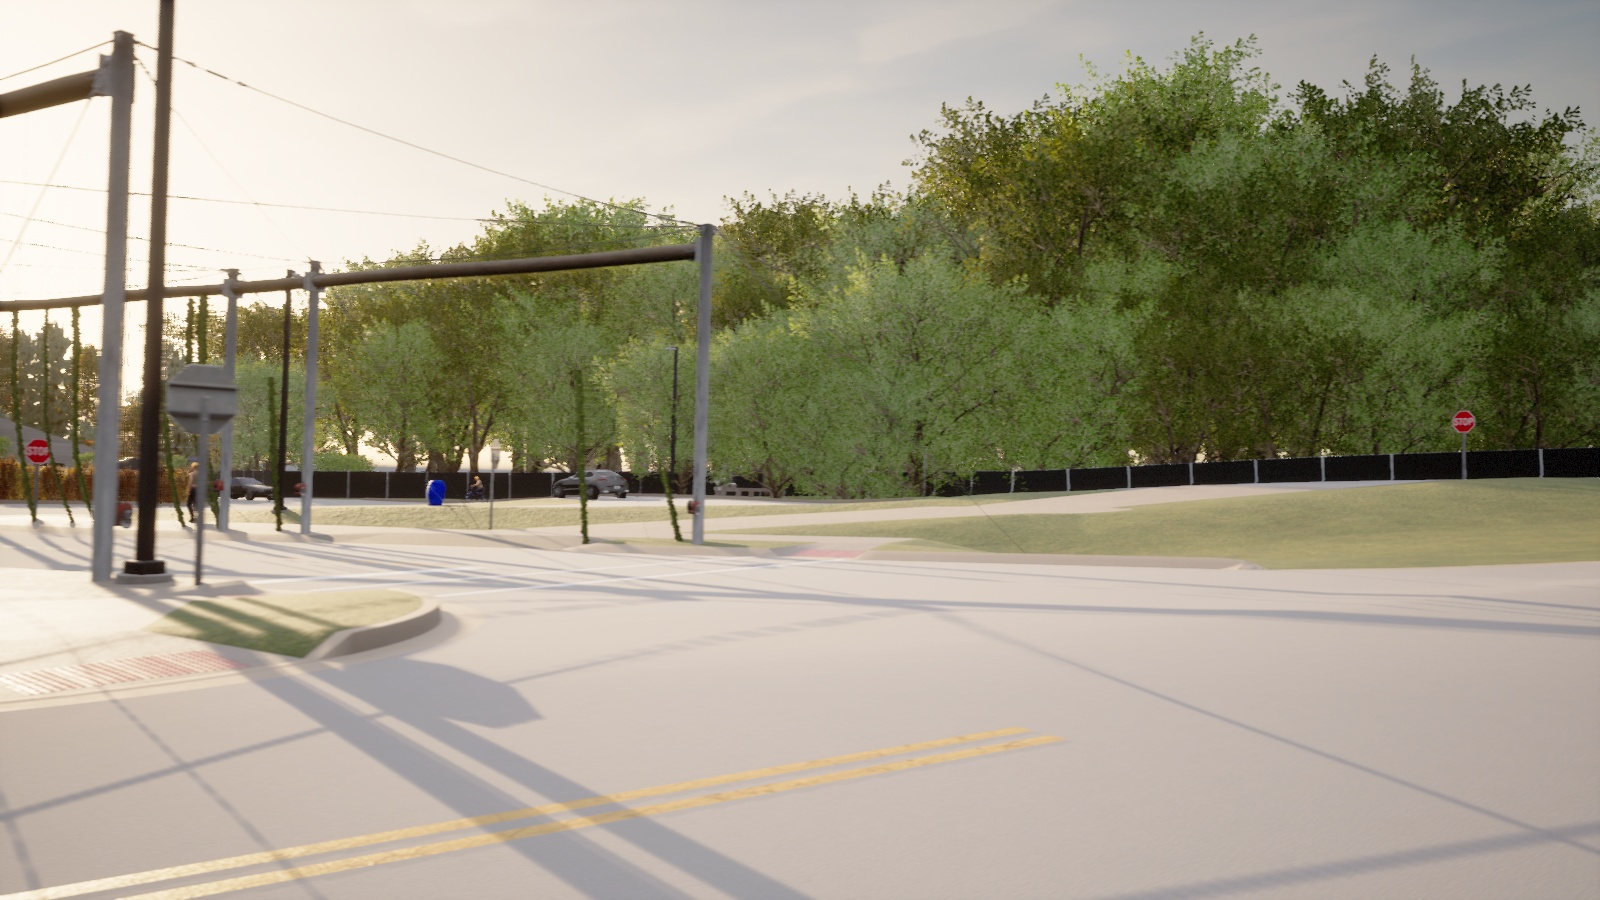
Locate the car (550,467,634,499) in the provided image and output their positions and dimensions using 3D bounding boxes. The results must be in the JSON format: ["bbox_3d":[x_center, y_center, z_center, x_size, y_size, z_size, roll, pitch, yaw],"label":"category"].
[{"bbox_3d":[-11.578,1.785,69.569,2.152,1.651,5.027,0,0,-43],"label":"car"}]

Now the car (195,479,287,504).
[{"bbox_3d":[-33.954,2.502,76.304,5.357,1.411,2.033,0,-1,25],"label":"car"}]

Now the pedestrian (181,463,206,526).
[{"bbox_3d":[-18.105,1.323,37.488,0.594,1.836,0.345,1,-1,31],"label":"pedestrian"}]
